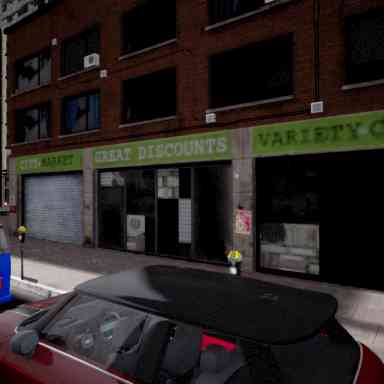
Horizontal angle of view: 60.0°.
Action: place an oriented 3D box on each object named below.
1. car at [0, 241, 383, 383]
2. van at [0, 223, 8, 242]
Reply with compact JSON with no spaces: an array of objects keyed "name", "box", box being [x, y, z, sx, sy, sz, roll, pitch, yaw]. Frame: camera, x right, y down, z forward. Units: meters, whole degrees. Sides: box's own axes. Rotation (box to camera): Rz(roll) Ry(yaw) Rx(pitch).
[{"name":"car","box":[-0.490,1.440,3.075,4.097,1.590,1.967,0,0,35]},{"name":"van","box":[-5.123,1.343,6.379,3.998,1.788,1.690,0,0,35]}]
